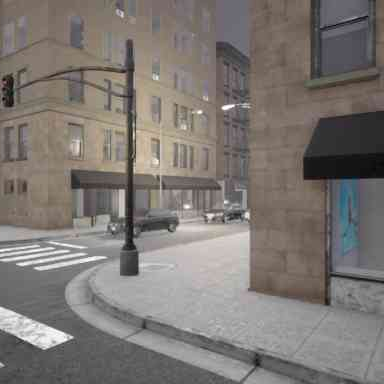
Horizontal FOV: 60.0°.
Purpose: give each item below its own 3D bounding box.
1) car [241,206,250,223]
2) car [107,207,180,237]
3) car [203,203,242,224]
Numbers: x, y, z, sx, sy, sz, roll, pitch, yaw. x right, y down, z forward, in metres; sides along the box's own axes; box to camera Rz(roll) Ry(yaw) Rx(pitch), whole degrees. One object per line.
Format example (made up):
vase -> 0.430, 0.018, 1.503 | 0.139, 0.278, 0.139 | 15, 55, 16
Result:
car -> 5.919, 1.758, 25.707 | 1.895, 1.301, 4.718 | 0, 0, 35
car -> -2.593, 1.619, 18.803 | 1.812, 1.442, 4.674 | 0, 0, 37
car -> 2.708, 1.639, 26.277 | 2.128, 1.511, 4.902 | 0, 0, 35
